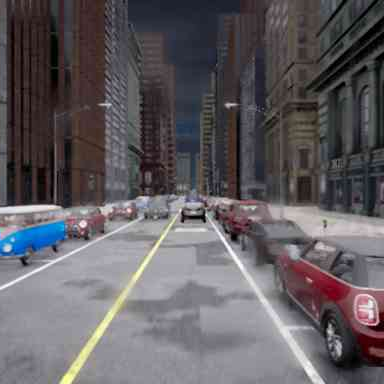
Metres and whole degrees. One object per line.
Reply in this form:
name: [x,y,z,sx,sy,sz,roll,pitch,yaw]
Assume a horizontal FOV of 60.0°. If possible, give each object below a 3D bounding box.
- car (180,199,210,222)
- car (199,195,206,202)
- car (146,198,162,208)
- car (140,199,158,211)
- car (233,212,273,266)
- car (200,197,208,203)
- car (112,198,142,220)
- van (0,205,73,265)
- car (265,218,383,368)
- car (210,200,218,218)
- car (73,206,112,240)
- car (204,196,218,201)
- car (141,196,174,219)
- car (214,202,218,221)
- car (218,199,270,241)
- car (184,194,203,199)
car: [0.112,1.591,27.307,2.163,1.488,4.792,0,0,0]
car: [2.798,1.752,90.350,1.967,1.590,4.097,0,0,0]
car: [-5.743,1.717,50.891,2.008,1.369,4.403,0,0,0]
car: [-5.745,1.671,45.086,1.752,1.417,4.829,0,0,0]
car: [2.765,1.602,11.441,1.947,1.339,4.313,0,0,0]
car: [2.794,1.849,79.076,1.802,1.307,4.206,0,0,0]
car: [-5.753,1.531,28.346,1.967,1.590,4.097,0,0,0]
van: [-5.760,1.379,11.436,1.690,1.788,3.998,0,0,0]
car: [2.762,1.459,5.805,1.967,1.590,4.097,0,0,0]
car: [2.773,1.656,28.350,1.947,1.339,4.313,0,0,0]
car: [-5.758,1.495,17.072,1.967,1.590,4.097,0,0,0]
car: [2.777,1.567,39.622,1.967,1.590,4.097,0,0,0]
car: [-2.987,1.488,29.622,2.097,1.767,4.553,0,0,0]
car: [2.770,1.617,22.714,1.887,1.381,4.507,0,0,0]
car: [2.767,1.370,17.079,2.192,1.841,5.009,0,0,0]
car: [0.118,1.368,46.052,2.150,2.045,5.566,0,-1,1]
